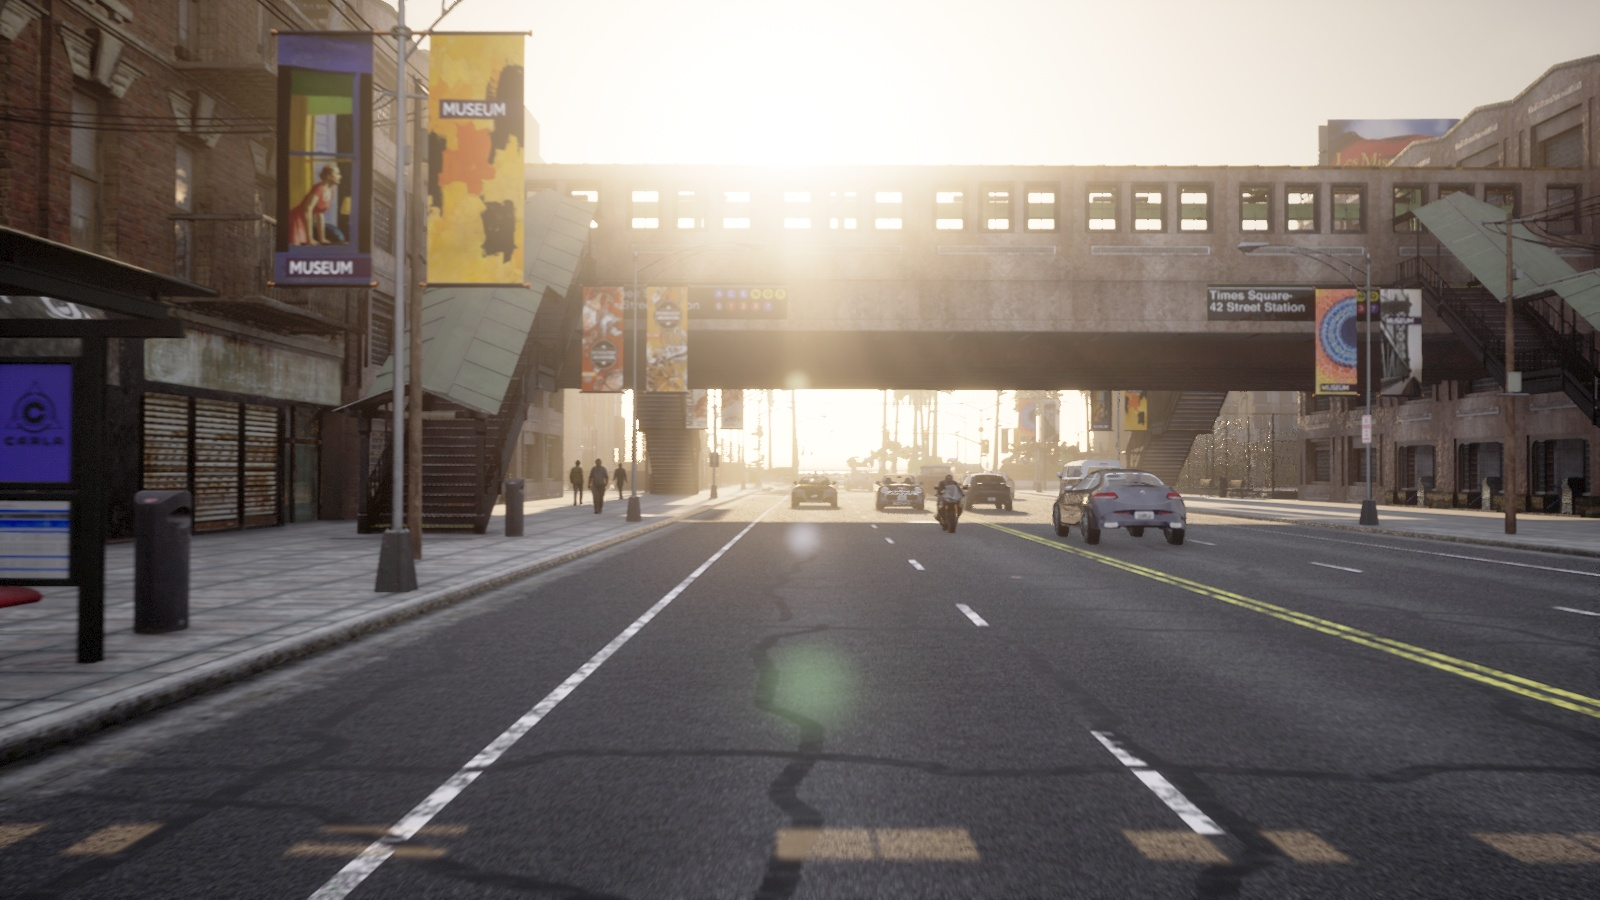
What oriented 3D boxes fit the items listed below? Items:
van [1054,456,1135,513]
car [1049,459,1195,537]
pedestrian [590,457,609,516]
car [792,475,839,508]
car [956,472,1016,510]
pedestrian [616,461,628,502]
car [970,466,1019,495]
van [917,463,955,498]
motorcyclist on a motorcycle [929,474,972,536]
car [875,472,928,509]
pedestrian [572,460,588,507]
[{"bbox_3d":[11.049,1.294,47.448,2.069,2.038,4.480,0,-1,1],"label":"van"},{"bbox_3d":[7.324,1.056,29.126,2.152,1.651,5.027,0,-1,1],"label":"car"},{"bbox_3d":[-6.323,1.157,39.633,0.540,1.848,0.694,0,-1,-5],"label":"pedestrian"},{"bbox_3d":[0.710,1.801,55.206,1.994,1.385,4.181,0,-1,1],"label":"car"},{"bbox_3d":[7.640,1.663,51.922,1.837,1.490,4.892,0,-1,1],"label":"car"},{"bbox_3d":[-8.435,1.499,59.605,0.423,1.949,0.788,0,-1,2],"label":"pedestrian"},{"bbox_3d":[11.502,1.802,74.591,2.152,1.651,5.027,0,-1,1],"label":"car"},{"bbox_3d":[7.997,1.781,74.230,1.775,1.987,4.442,0,-1,1],"label":"van"},{"bbox_3d":[3.863,1.378,32.317,0.866,1.530,2.191,0,-1,1],"label":"motorcyclist on a motorcycle"},{"bbox_3d":[4.131,1.631,51.661,1.970,1.475,3.806,0,-1,1],"label":"car"},{"bbox_3d":[-8.694,1.332,49.560,0.431,1.840,0.709,0,-1,7],"label":"pedestrian"}]
